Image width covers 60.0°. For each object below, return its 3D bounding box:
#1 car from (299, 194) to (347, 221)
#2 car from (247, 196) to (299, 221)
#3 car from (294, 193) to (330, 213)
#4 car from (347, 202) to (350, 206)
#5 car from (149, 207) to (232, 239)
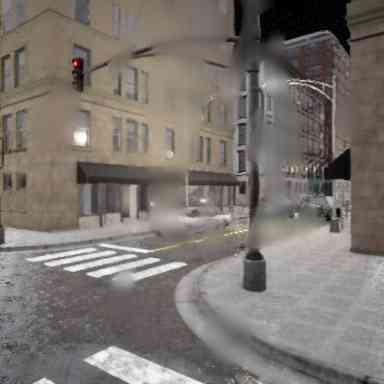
[{"bbox_3d":[9.540,1.075,24.326,2.097,1.767,4.553,0,1,36],"label":"car"},{"bbox_3d":[5.845,1.094,24.354,2.097,1.767,4.553,0,1,37],"label":"car"},{"bbox_3d":[11.694,0.994,32.202,2.097,1.767,4.553,0,1,37],"label":"car"},{"bbox_3d":[17.598,1.142,40.088,1.895,1.301,4.718,0,1,37],"label":"car"},{"bbox_3d":[0.034,1.444,16.540,1.895,1.301,4.718,0,1,37],"label":"car"}]
